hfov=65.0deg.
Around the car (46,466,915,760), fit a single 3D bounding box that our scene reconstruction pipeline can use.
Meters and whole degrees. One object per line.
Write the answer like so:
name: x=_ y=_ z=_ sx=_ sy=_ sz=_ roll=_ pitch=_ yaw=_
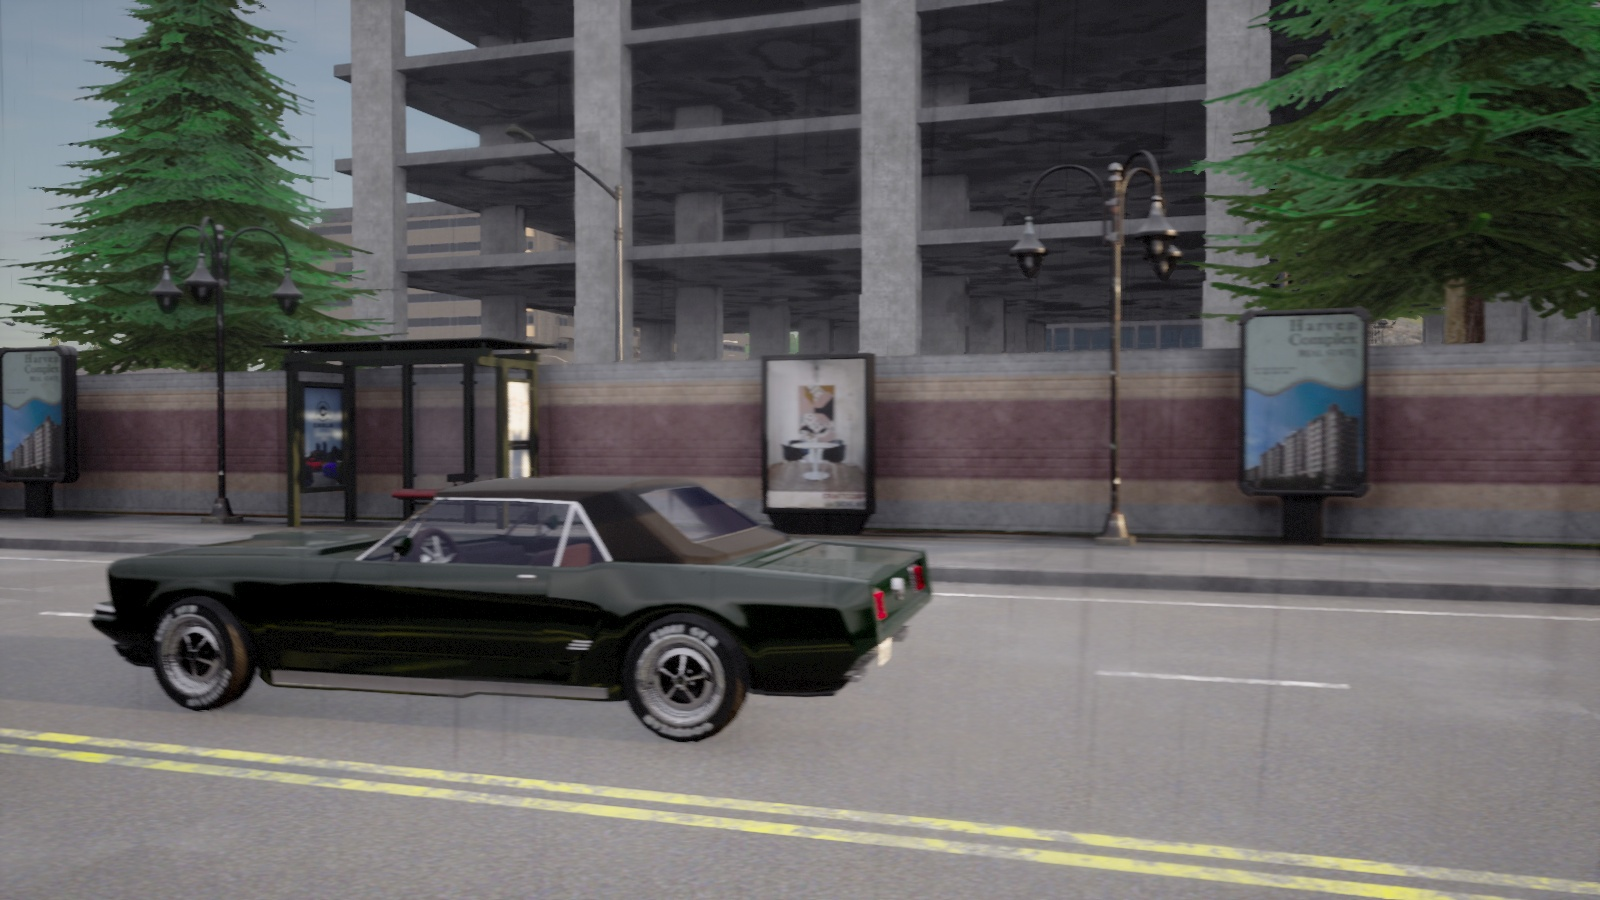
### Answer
car: x=-1.807 y=0.800 z=7.522 sx=4.718 sy=1.301 sz=1.895 roll=0 pitch=1 yaw=15
